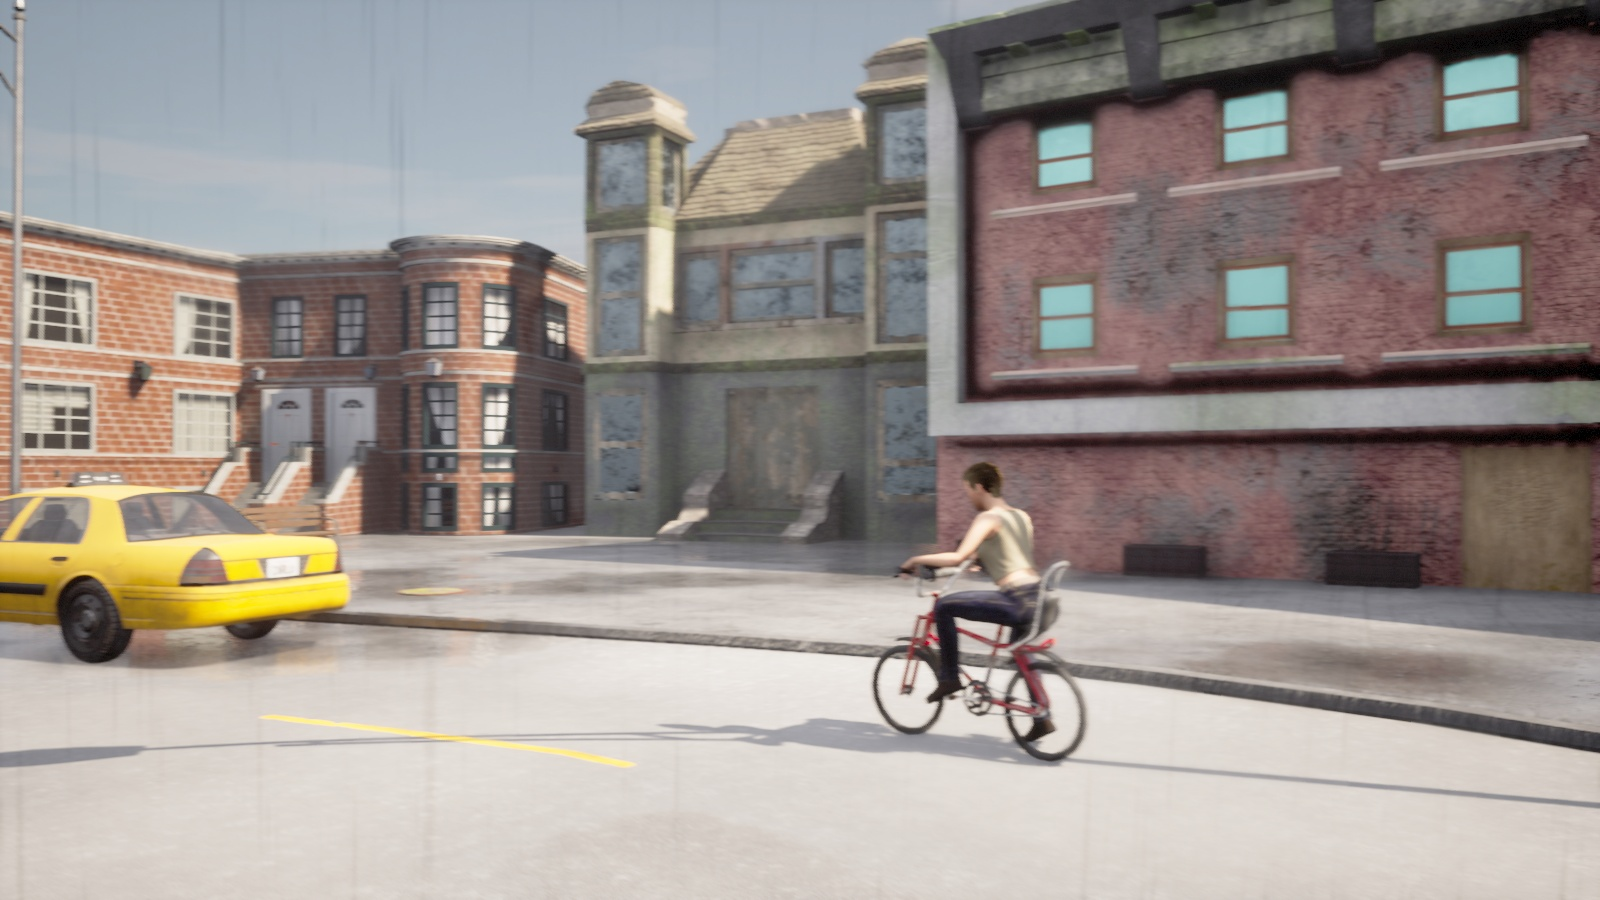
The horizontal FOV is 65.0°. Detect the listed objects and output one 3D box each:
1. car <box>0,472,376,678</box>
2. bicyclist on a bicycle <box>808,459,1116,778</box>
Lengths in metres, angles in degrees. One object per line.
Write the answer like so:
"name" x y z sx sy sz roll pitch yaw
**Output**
"car" -6.644 1.019 11.531 5.366 1.575 1.801 -1 -1 23
"bicyclist on a bicycle" 0.899 0.867 7.183 1.509 1.612 0.866 -2 -1 44
